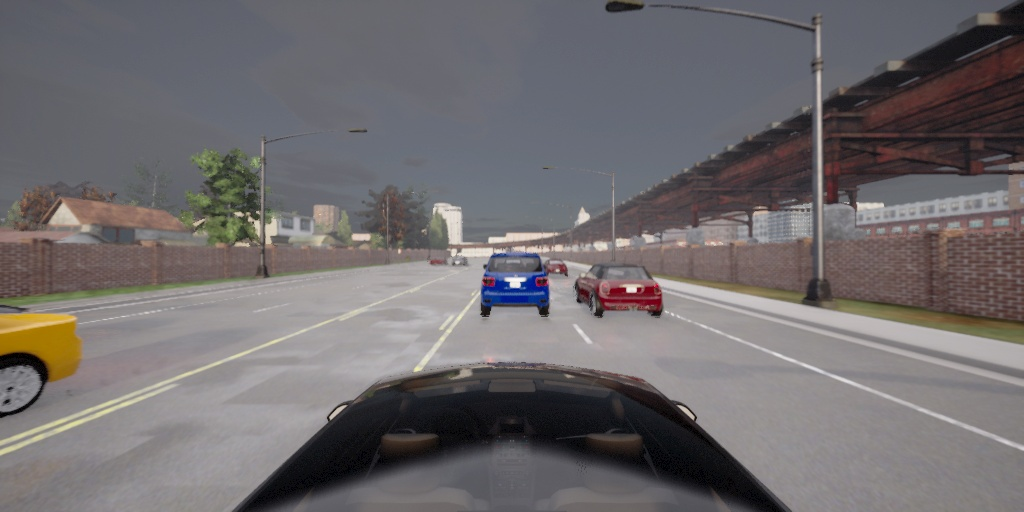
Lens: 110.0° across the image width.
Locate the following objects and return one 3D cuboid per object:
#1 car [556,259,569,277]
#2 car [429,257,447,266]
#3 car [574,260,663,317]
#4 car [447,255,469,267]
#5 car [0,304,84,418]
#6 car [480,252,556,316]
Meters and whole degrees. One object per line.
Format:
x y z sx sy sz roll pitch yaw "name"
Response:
3.591 0.946 30.496 1.812 1.442 4.674 0 1 0 "car"
-10.582 0.731 51.809 1.895 1.301 4.718 0 1 0 "car"
3.594 1.010 12.893 2.097 1.767 4.553 0 1 0 "car"
-7.094 0.656 49.188 2.128 1.511 4.902 0 1 0 "car"
-7.101 1.220 2.981 1.882 1.535 5.008 0 0 0 "car"
0.096 0.878 13.005 2.150 2.045 5.566 0 1 0 "car"
